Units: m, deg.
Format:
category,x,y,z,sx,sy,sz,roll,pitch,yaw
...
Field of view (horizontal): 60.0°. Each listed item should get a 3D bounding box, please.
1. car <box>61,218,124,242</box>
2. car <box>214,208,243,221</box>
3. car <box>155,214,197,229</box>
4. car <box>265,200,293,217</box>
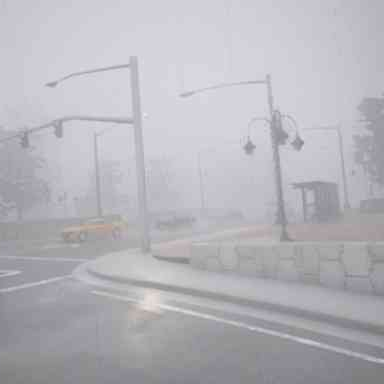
category,x,y,z,sx,sy,sz,roll,pitch,yaw
car,-7.430,2.802,25.135,1.882,1.535,5.008,-6,-4,36
car,4.573,2.788,41.432,2.128,1.511,4.902,-7,-4,37
car,-1.588,2.912,33.066,1.895,1.301,4.718,-7,-4,36
car,11.840,2.174,45.206,2.150,2.045,5.566,-6,-4,35
